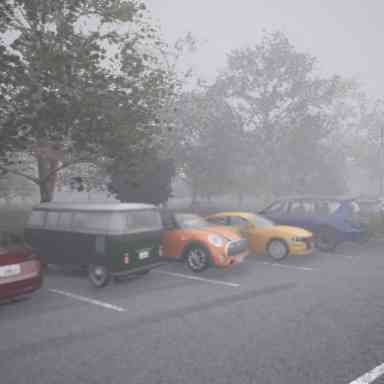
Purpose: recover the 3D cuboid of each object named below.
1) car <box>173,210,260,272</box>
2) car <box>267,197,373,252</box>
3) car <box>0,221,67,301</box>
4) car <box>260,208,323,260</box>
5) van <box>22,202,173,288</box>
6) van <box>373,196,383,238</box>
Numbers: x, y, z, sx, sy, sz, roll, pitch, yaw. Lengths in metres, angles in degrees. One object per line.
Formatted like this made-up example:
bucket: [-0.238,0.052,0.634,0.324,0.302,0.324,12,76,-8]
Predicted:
car: [-0.447,1.383,10.892,4.553,1.767,2.185,-1,-1,35]
car: [4.372,1.272,14.329,5.566,2.045,2.435,-1,-1,34]
car: [-5.272,1.516,7.449,4.792,1.488,2.163,-1,-1,34]
car: [1.988,1.516,12.601,5.008,1.535,2.097,-1,-1,34]
van: [-2.934,1.273,9.216,4.442,1.987,1.878,-1,-1,35]
van: [6.711,1.304,16.090,4.442,1.987,1.878,-1,-1,35]
